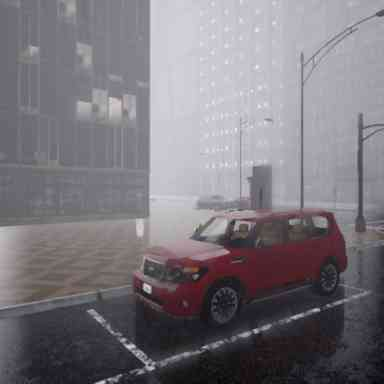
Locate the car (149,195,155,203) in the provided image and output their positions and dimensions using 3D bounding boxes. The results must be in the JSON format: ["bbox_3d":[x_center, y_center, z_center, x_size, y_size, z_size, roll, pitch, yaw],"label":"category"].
[{"bbox_3d":[-7.548,0.902,52.180,1.882,1.535,5.008,0,0,-36],"label":"car"}]

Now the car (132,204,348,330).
[{"bbox_3d":[1.290,1.314,7.095,5.009,1.841,2.192,0,0,-35],"label":"car"}]

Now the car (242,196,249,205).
[{"bbox_3d":[5.894,1.182,33.947,1.882,1.535,5.008,0,1,-37],"label":"car"}]

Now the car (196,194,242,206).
[{"bbox_3d":[2.361,1.032,33.258,2.097,1.767,4.553,0,0,-37],"label":"car"}]
